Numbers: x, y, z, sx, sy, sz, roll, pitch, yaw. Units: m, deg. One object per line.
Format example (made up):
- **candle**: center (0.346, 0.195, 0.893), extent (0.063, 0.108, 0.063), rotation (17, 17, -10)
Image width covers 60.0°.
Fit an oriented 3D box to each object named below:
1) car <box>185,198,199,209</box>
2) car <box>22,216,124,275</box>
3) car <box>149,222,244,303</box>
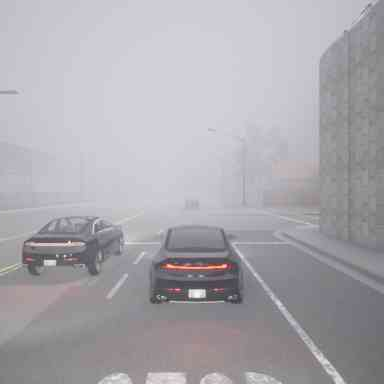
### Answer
- **car**: center (-0.004, 1.492, 44.158), extent (2.128, 1.511, 4.902), rotation (0, 0, 0)
- **car**: center (-3.424, 1.492, 10.431), extent (2.128, 1.511, 4.902), rotation (0, 0, 0)
- **car**: center (0.082, 1.505, 8.161), extent (1.837, 1.490, 4.892), rotation (0, 0, 0)
